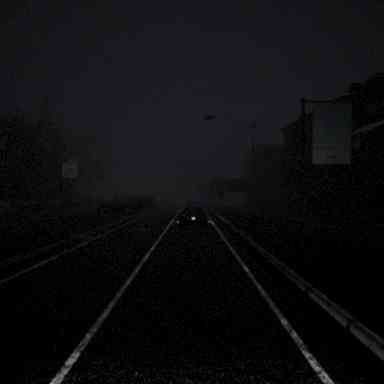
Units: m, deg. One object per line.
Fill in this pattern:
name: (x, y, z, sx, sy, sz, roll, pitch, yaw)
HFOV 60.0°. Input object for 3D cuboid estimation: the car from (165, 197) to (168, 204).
car: (-8.887, 2.313, 78.812, 5.008, 1.535, 2.097, 0, -1, 0)

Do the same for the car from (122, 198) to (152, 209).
car: (-8.825, 1.773, 53.586, 4.553, 1.767, 2.185, 0, -1, 0)

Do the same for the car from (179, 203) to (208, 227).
car: (0.095, 1.710, 23.836, 1.994, 1.385, 4.181, 0, 0, 0)

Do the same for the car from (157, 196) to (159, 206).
car: (-8.857, 1.990, 59.192, 4.892, 1.521, 2.231, 0, -1, 0)

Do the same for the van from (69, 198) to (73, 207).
van: (-22.053, 1.672, 53.522, 4.442, 1.987, 1.878, 0, -1, 0)

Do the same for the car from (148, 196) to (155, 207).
car: (-8.884, 1.606, 50.787, 5.566, 2.045, 2.435, 0, -1, 0)

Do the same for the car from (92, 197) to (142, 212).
car: (-8.851, 1.719, 39.574, 4.892, 1.521, 2.231, 0, -1, 0)

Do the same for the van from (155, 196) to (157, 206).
van: (-8.743, 1.718, 56.391, 4.442, 1.987, 1.878, 0, -1, 0)

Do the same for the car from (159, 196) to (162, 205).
car: (-8.865, 2.078, 64.797, 5.008, 1.535, 2.097, 0, -1, 0)

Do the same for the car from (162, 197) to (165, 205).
car: (-8.903, 1.872, 67.604, 5.566, 2.045, 2.435, 0, -1, 0)

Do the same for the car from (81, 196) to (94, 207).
car: (-21.760, 2.029, 61.875, 5.366, 1.575, 1.946, 0, -1, 0)

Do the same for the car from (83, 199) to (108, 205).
car: (-21.962, 2.261, 75.799, 5.008, 1.535, 2.097, 0, -1, 0)

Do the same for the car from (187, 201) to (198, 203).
car: (0.090, 1.810, 41.615, 2.033, 1.411, 5.357, 0, -1, 0)

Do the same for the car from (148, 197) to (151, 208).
car: (-8.861, 1.818, 47.979, 4.892, 1.521, 2.231, 0, -1, 0)

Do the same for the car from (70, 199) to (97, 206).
car: (-21.924, 2.151, 67.445, 4.792, 1.488, 2.163, 0, -1, 0)

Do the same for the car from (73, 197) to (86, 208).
car: (-21.940, 2.027, 59.090, 4.674, 1.452, 2.002, 0, -1, 0)

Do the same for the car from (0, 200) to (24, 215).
car: (-21.932, 1.691, 36.816, 5.008, 1.535, 2.097, 0, 0, 0)

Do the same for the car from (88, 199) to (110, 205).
car: (-21.969, 2.348, 78.459, 4.674, 1.452, 2.002, 0, -1, 0)

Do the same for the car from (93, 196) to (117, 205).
car: (-21.952, 2.162, 84.033, 5.566, 2.045, 2.435, 0, -1, 0)

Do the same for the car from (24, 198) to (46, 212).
car: (-21.940, 1.747, 42.384, 5.008, 1.535, 2.097, 0, -1, 0)

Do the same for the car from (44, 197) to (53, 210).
car: (-21.937, 1.821, 45.171, 4.674, 1.452, 2.002, 0, -1, 0)

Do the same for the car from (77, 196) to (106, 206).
car: (-21.935, 1.961, 73.017, 5.566, 2.045, 2.435, 0, -1, 0)

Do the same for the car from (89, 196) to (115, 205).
car: (-21.947, 2.111, 81.372, 5.566, 2.045, 2.435, 0, -1, 0)

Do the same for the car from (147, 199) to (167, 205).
car: (-8.930, 2.449, 84.413, 4.792, 1.488, 2.163, 0, -1, 0)

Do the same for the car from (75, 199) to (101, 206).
car: (-21.987, 2.195, 70.230, 4.792, 1.488, 2.163, 0, -1, 0)

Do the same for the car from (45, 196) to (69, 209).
car: (-21.904, 1.731, 50.741, 4.553, 1.767, 2.185, 0, -1, 0)

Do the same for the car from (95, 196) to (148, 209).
car: (-8.884, 1.496, 42.378, 5.566, 2.045, 2.435, 0, -1, 0)
